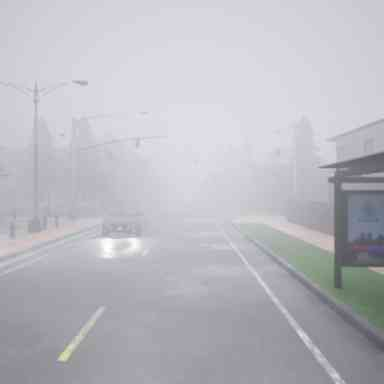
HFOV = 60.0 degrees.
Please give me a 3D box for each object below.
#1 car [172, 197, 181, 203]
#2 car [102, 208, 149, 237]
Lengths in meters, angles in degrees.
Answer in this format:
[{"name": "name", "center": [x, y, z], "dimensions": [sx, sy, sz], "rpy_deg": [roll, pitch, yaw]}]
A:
[{"name": "car", "center": [-3.492, 1.731, 75.605], "dimensions": [1.994, 1.385, 4.181], "rpy_deg": [0, 0, 0]}, {"name": "car", "center": [-3.543, 1.609, 18.291], "dimensions": [1.994, 1.385, 4.181], "rpy_deg": [0, 0, 1]}]
